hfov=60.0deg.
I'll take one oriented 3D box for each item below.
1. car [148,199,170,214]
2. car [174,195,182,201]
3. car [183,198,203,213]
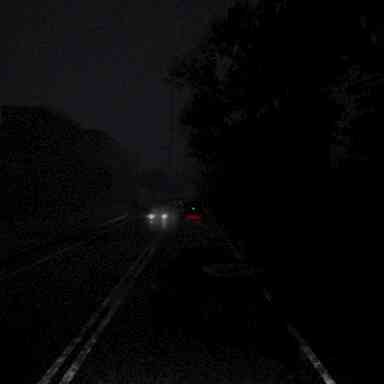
[{"bbox_3d":[-3.305,1.461,34.183,2.033,1.411,5.357,0,0,0],"label":"car"},{"bbox_3d":[-3.149,1.300,75.243,2.033,1.411,5.357,0,0,0],"label":"car"},{"bbox_3d":[0.147,1.414,35.711,1.837,1.490,4.892,0,0,0],"label":"car"}]
